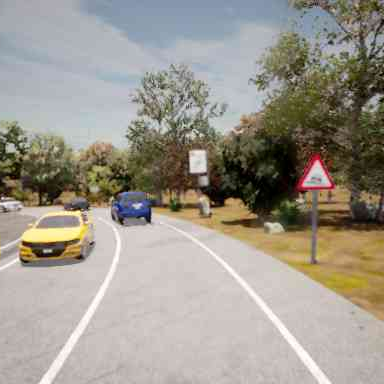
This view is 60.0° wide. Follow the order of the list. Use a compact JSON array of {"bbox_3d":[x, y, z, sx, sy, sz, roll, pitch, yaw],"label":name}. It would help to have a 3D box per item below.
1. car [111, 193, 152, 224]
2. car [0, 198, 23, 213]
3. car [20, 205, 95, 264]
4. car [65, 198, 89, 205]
[{"bbox_3d":[-4.430,1.081,23.706,2.150,2.045,5.566,-2,1,-21],"label":"car"},{"bbox_3d":[-26.759,1.877,48.361,5.566,2.045,2.150,-3,2,39],"label":"car"},{"bbox_3d":[-4.703,1.454,12.177,1.882,1.535,5.008,-1,0,-11],"label":"car"},{"bbox_3d":[-13.996,1.509,40.332,1.837,1.490,4.892,-4,1,-38],"label":"car"}]
